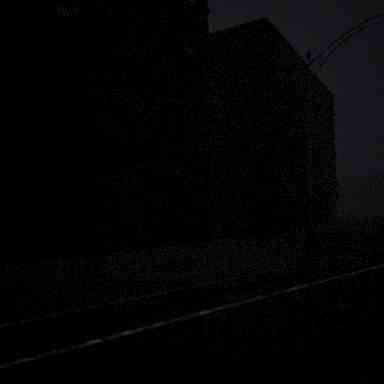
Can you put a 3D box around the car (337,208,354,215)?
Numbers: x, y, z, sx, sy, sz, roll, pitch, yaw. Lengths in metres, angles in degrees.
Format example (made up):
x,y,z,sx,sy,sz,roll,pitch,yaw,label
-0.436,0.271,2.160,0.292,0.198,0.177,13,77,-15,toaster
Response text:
x,y,z,sx,sy,sz,roll,pitch,yaw,label
30.023,3.763,65.277,2.033,1.411,5.357,-1,-3,-5,car
